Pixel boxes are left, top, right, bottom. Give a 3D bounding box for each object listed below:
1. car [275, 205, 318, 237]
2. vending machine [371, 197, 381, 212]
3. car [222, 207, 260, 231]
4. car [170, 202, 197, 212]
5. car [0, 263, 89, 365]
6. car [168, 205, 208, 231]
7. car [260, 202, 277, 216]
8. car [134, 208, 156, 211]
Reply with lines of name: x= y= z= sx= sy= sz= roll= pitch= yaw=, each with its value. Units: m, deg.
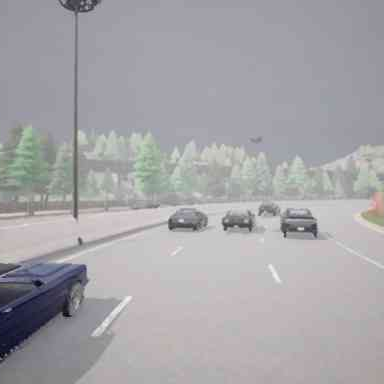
car: x=6.178 y=1.707 z=19.529 sx=2.128 sy=1.511 sz=4.902 roll=0 pitch=-1 yaw=13
vending machine: x=25.125 y=1.705 z=45.339 sx=1.100 sy=2.100 sz=0.880 roll=0 pitch=-1 yaw=35
car: x=3.302 y=1.846 z=22.544 sx=1.895 sy=1.301 sz=4.718 roll=0 pitch=-1 yaw=15
car: x=-1.211 y=2.126 z=49.264 sx=1.895 sy=1.301 sz=4.718 roll=0 pitch=-1 yaw=28
car: x=-3.139 y=1.649 z=4.701 sx=1.895 sy=1.301 sz=4.718 roll=0 pitch=-1 yaw=3
car: x=-0.183 y=1.808 z=22.803 sx=1.994 sy=1.385 sz=4.181 roll=0 pitch=-1 yaw=14
car: x=8.797 y=1.913 z=37.549 sx=1.837 sy=1.490 sz=4.892 roll=0 pitch=-1 yaw=24
car: x=-6.397 y=1.844 z=46.665 sx=2.097 sy=1.767 sz=4.553 roll=0 pitch=-1 yaw=26
